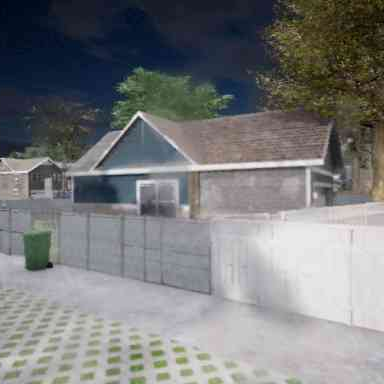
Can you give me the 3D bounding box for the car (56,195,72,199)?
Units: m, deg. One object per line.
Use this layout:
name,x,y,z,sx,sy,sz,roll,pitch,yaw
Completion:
car,-14.796,1.319,43.389,1.895,1.301,4.718,0,1,30

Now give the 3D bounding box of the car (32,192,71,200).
car,-18.319,0.977,43.799,2.150,2.045,5.566,0,1,30
